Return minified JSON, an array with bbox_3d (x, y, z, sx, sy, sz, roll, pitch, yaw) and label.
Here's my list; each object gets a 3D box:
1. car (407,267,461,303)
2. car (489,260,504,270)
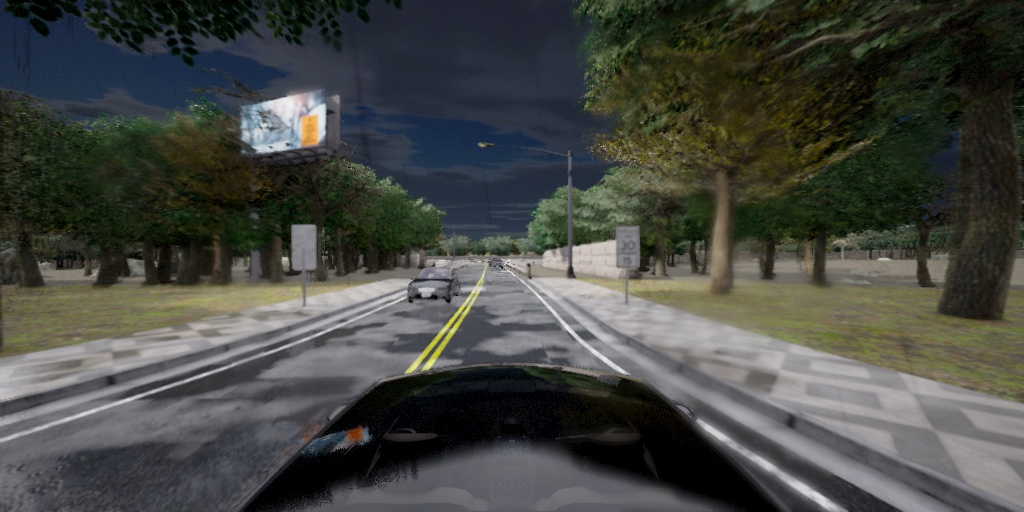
[{"bbox_3d":[-3.514,1.289,16.783,2.128,1.511,4.902,0,0,-2],"label":"car"},{"bbox_3d":[-2.272,1.276,53.759,1.837,1.490,4.892,0,0,-4],"label":"car"}]
